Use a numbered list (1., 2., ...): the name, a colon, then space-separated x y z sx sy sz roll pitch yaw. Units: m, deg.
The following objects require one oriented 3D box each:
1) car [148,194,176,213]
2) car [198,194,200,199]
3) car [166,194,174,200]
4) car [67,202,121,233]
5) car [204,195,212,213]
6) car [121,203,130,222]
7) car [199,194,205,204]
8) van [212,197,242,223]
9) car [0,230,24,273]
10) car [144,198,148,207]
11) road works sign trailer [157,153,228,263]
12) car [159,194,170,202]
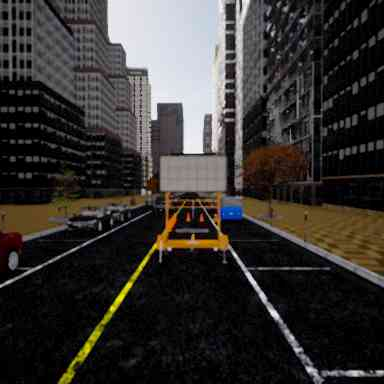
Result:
1. car: -3.087 1.226 35.341 2.097 1.767 4.553 0 0 0
2. car: 2.689 1.339 69.633 1.947 1.339 4.313 -1 0 0
3. car: -5.689 1.276 86.509 1.887 1.381 4.507 -1 0 0
4. car: -5.699 1.480 19.011 2.008 1.369 4.403 -1 0 0
5. car: 2.681 1.312 35.883 1.967 1.590 4.097 -1 0 0
6. car: -5.698 1.460 24.635 2.008 1.369 4.403 -1 0 0
7. car: 2.687 1.329 58.554 1.752 1.417 4.829 -1 0 0
8. van: 2.678 1.250 24.634 1.690 1.788 3.998 -1 0 0
9. car: -5.701 1.515 7.759 1.887 1.381 4.507 -1 0 0
10. car: -5.695 1.389 47.135 2.008 1.369 4.403 -1 0 0
11. road works sign trailer: 0.039 0.419 11.799 2.380 3.560 2.880 0 0 1
12. car: -5.693 1.214 69.634 1.967 1.590 4.097 -1 0 0
